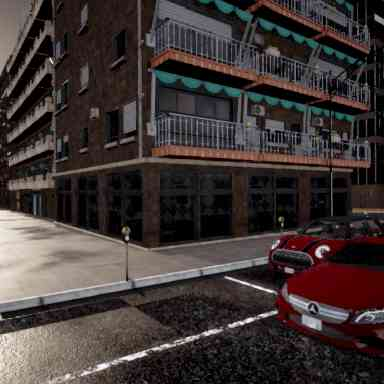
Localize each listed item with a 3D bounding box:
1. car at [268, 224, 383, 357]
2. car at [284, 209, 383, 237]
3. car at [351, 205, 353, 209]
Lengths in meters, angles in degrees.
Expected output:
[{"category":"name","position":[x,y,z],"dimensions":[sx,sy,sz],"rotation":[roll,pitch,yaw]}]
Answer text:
[{"category":"car","position":[3.530,1.524,5.901],"dimensions":[4.674,1.442,1.812],"rotation":[0,0,-35]},{"category":"car","position":[4.046,1.439,9.476],"dimensions":[4.097,1.590,1.967],"rotation":[0,-1,-36]},{"category":"car","position":[17.738,1.745,41.600],"dimensions":[1.967,1.590,4.097],"rotation":[-2,0,-36]}]
